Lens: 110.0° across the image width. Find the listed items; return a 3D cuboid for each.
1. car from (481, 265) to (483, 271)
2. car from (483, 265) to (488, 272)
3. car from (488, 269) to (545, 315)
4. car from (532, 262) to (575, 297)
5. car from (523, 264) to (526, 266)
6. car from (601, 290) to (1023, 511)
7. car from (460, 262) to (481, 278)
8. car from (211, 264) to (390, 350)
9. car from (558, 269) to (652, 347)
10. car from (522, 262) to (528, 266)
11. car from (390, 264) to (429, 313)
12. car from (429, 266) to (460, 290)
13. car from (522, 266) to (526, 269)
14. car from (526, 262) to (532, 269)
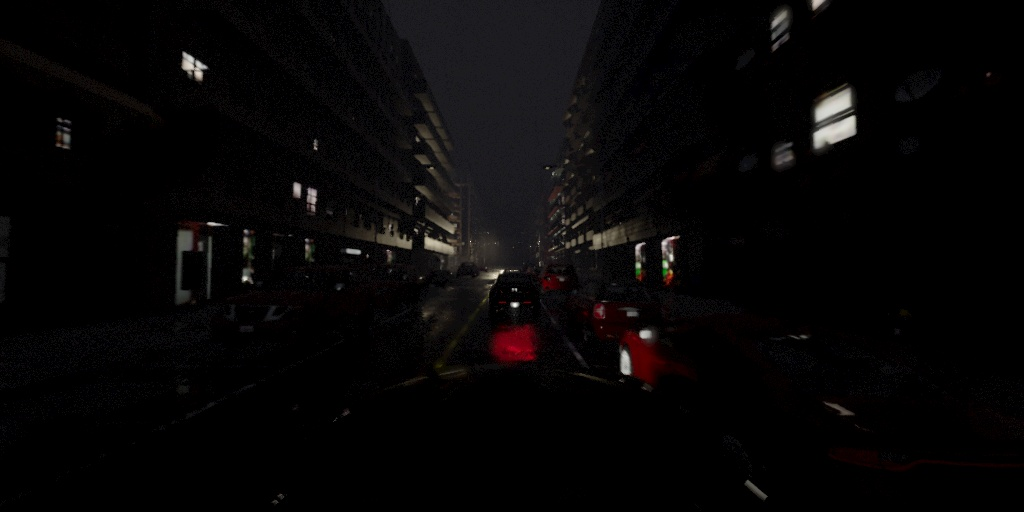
[{"bbox_3d":[-5.324,1.979,48.377,1.888,1.381,4.507,0,0,0],"label":"car"},{"bbox_3d":[-5.327,2.291,64.968,1.802,1.307,4.207,0,0,0],"label":"car"},{"bbox_3d":[0.098,1.432,14.602,1.837,1.490,4.892,0,-1,0],"label":"car"},{"bbox_3d":[2.530,1.328,20.670,2.192,1.841,5.009,0,0,0],"label":"car"},{"bbox_3d":[2.526,1.927,42.793,1.802,1.307,4.207,0,0,0],"label":"car"},{"bbox_3d":[2.568,1.327,4.079,1.888,1.381,4.507,0,0,0],"label":"car"},{"bbox_3d":[-5.322,1.661,42.846,2.192,1.841,5.009,0,0,0],"label":"car"},{"bbox_3d":[-5.316,1.174,9.669,2.192,1.841,5.009,0,0,0],"label":"car"},{"bbox_3d":[2.574,1.298,9.610,1.967,1.591,4.097,0,0,0],"label":"car"},{"bbox_3d":[2.523,1.838,53.853,2.192,1.841,5.009,0,0,0],"label":"car"},{"bbox_3d":[-5.317,1.251,15.198,2.192,1.841,5.009,0,0,0],"label":"car"},{"bbox_3d":[-5.319,1.660,26.259,1.948,1.339,4.313,0,0,0],"label":"car"},{"bbox_3d":[0.096,1.784,32.237,1.895,1.301,4.718,0,-1,0],"label":"car"},{"bbox_3d":[2.528,1.615,31.732,1.967,1.591,4.097,0,0,0],"label":"car"}]
